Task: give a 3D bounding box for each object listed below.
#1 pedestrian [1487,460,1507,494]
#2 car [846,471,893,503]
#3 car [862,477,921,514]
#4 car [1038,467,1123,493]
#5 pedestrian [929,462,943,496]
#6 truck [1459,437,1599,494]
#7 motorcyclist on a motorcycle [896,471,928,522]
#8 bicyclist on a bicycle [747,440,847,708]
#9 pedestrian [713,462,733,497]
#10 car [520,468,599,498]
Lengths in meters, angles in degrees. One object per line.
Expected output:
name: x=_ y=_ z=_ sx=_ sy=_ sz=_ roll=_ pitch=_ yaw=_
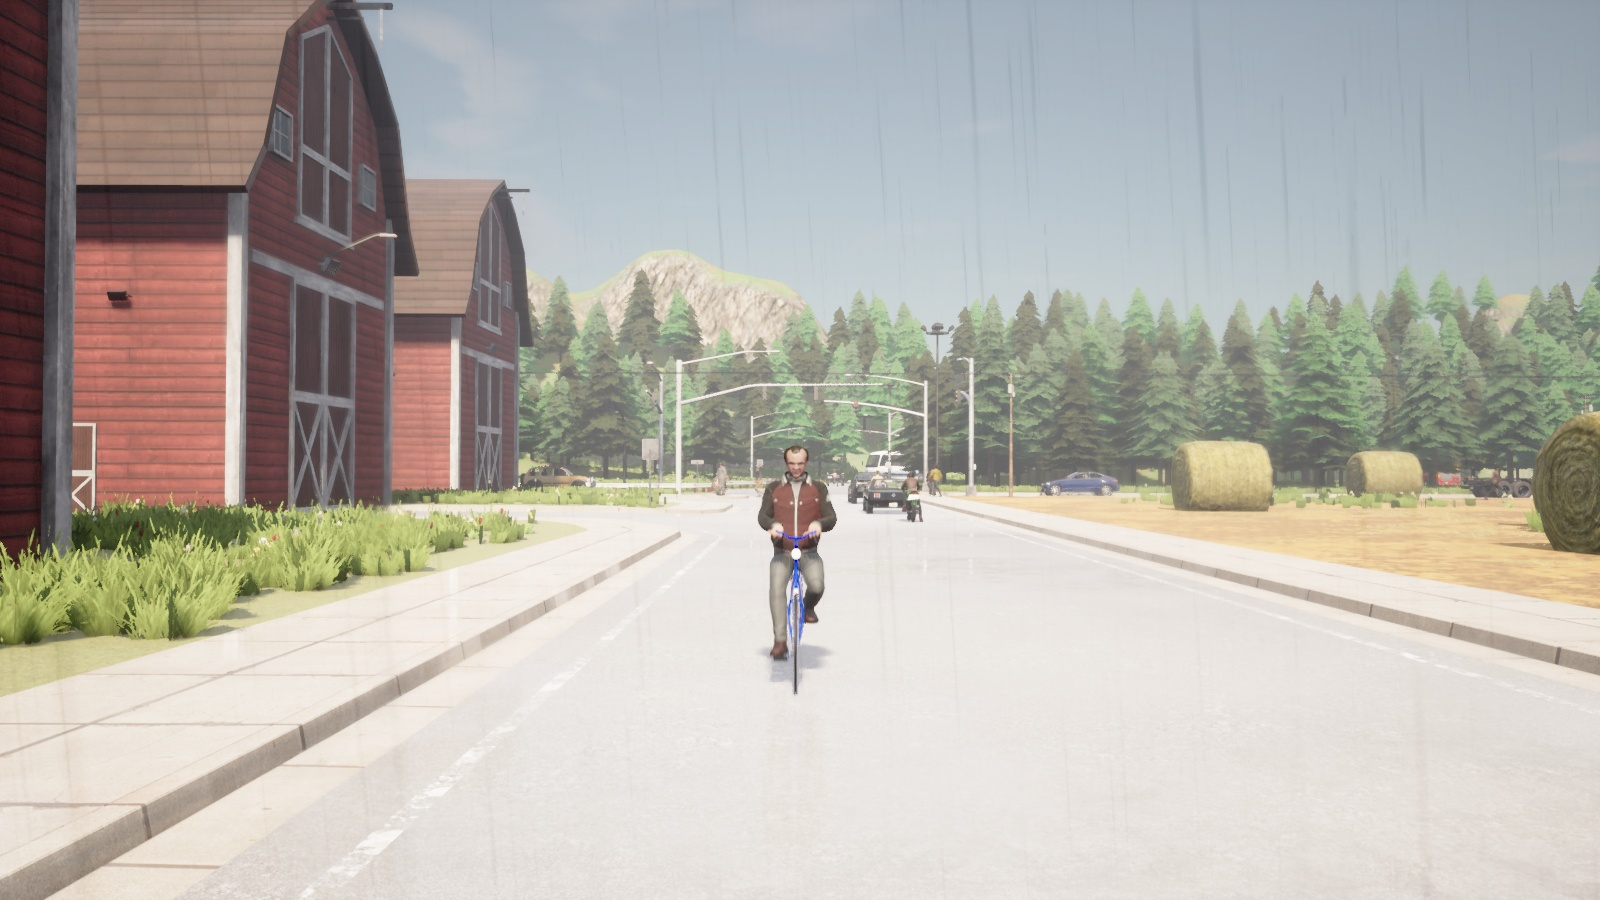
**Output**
pedestrian: x=36.965 y=1.435 z=66.622 sx=0.869 sy=1.805 sz=0.328 roll=-1 pitch=-1 yaw=26
car: x=3.355 y=1.770 z=61.217 sx=2.007 sy=1.525 sz=4.514 roll=0 pitch=-1 yaw=0
car: x=3.386 y=1.696 z=47.437 sx=1.895 sy=1.301 sz=4.718 roll=0 pitch=-1 yaw=0
car: x=18.268 y=1.919 z=81.906 sx=5.027 sy=1.651 sz=2.152 roll=0 pitch=-1 yaw=1
pedestrian: x=7.553 y=1.617 z=69.851 sx=0.431 sy=1.840 sz=0.709 roll=0 pitch=-1 yaw=-29
truck: x=45.702 y=0.984 z=77.990 sx=7.936 sy=3.462 sz=2.891 roll=0 pitch=-1 yaw=1
motorcyclist on a motorcycle: x=3.412 y=1.406 z=38.440 sx=0.797 sy=1.523 sz=2.044 roll=0 pitch=-1 yaw=0
bicyclist on a bicycle: x=-0.023 y=0.841 z=9.278 sx=0.659 sy=1.776 sz=1.843 roll=0 pitch=-1 yaw=0
pedestrian: x=-4.312 y=1.664 z=70.345 sx=0.873 sy=1.952 sz=0.659 roll=0 pitch=-1 yaw=-32
car: x=-15.095 y=2.041 z=78.929 sx=4.605 sy=1.855 sz=1.932 roll=0 pitch=-1 yaw=1
